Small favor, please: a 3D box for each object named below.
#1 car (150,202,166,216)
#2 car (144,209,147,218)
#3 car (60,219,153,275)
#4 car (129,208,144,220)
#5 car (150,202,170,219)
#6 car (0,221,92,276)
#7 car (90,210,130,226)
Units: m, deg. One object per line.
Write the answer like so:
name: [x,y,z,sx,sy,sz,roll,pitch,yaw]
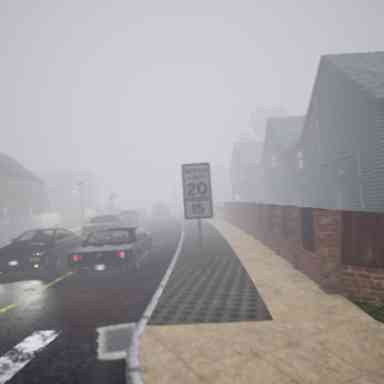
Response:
car: [-5.428,2.644,52.692,2.150,2.045,5.566,-3,-2,-10]
car: [-7.252,2.919,46.477,2.033,1.411,5.357,-3,-1,-8]
car: [-2.543,1.876,11.553,1.895,1.301,4.718,-4,-1,1]
car: [-5.869,2.390,30.905,1.882,1.535,5.008,-3,-1,-4]
car: [-4.057,2.445,43.029,2.097,1.767,4.553,-3,-1,-6]
car: [-5.465,2.041,12.217,1.994,1.385,4.181,-4,-1,1]
car: [-5.463,2.143,20.899,1.882,1.535,5.008,-4,-1,-1]
